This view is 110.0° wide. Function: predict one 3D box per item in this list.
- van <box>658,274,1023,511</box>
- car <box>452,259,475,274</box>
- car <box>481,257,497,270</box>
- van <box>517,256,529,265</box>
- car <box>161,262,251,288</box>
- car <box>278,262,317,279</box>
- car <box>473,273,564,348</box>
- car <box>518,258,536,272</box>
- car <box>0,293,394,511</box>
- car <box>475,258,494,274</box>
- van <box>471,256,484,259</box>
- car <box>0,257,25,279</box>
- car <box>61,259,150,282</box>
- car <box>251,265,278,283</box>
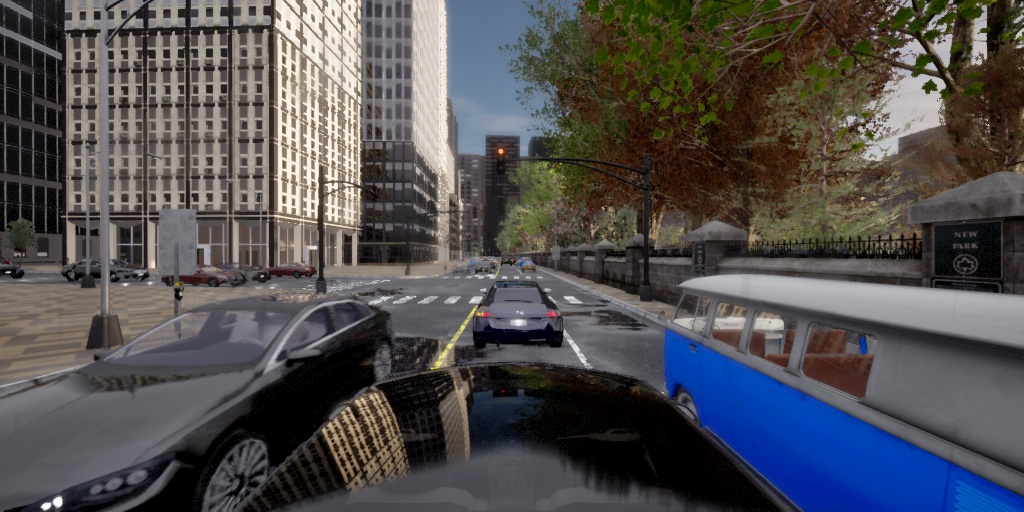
[{"bbox_3d":[2.568,1.091,2.657,1.690,1.789,3.998,0,0,0],"label":"van"},{"bbox_3d":[-5.628,1.289,40.326,2.007,1.370,4.403,0,0,-1],"label":"car"},{"bbox_3d":[-3.416,1.295,51.731,1.994,1.385,4.181,0,0,-2],"label":"car"},{"bbox_3d":[2.012,1.072,51.749,1.690,1.789,3.998,0,0,-1],"label":"van"},{"bbox_3d":[-18.150,1.149,21.011,4.207,1.307,1.802,0,0,4],"label":"car"},{"bbox_3d":[-18.083,1.127,29.125,4.207,1.307,1.802,0,0,4],"label":"car"},{"bbox_3d":[0.101,1.313,9.238,1.994,1.385,4.181,0,0,-1],"label":"car"},{"bbox_3d":[2.134,1.260,46.376,1.751,1.417,4.829,0,0,-1],"label":"car"},{"bbox_3d":[-2.853,1.241,4.051,2.128,1.511,4.902,0,0,0],"label":"car"},{"bbox_3d":[-3.212,1.243,40.900,1.837,1.490,4.892,0,0,-3],"label":"car"},{"bbox_3d":[-6.305,1.064,62.501,1.690,1.789,3.998,0,0,-2],"label":"van"},{"bbox_3d":[-36.453,0.917,24.625,4.181,1.385,1.994,1,0,2],"label":"car"},{"bbox_3d":[-27.258,0.949,24.125,4.902,1.511,2.128,1,0,3],"label":"car"},{"bbox_3d":[-18.276,1.123,23.559,4.181,1.385,1.994,1,0,4],"label":"car"}]
